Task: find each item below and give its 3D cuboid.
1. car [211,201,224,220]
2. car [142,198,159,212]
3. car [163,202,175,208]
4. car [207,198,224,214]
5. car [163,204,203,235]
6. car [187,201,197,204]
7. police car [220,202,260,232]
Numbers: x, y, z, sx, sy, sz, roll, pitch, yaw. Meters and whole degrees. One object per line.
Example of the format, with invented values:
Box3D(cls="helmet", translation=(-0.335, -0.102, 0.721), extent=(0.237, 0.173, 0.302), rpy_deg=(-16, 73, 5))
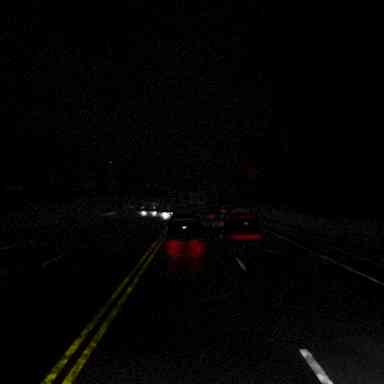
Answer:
Box3D(cls="car", translation=(3.256, 1.966, 33.482), extent=(1.837, 1.490, 4.892), rpy_deg=(0, -1, 0))
Box3D(cls="car", translation=(-6.506, 2.011, 52.492), extent=(2.150, 2.045, 5.566), rpy_deg=(0, -1, 0))
Box3D(cls="car", translation=(-3.287, 2.228, 49.660), extent=(2.128, 1.511, 4.902), rpy_deg=(0, -1, 1))
Box3D(cls="car", translation=(3.258, 1.868, 44.524), extent=(2.150, 2.045, 5.566), rpy_deg=(0, -1, 0))
Box3D(cls="car", translation=(-0.377, 1.759, 20.636), extent=(2.128, 1.511, 4.902), rpy_deg=(0, -1, 1))
Box3D(cls="car", translation=(-0.068, 2.459, 65.612), extent=(1.812, 1.442, 4.674), rpy_deg=(0, 2, -1))
Box3D(cls="police car", translation=(3.254, 1.721, 22.586), extent=(1.930, 1.638, 5.238), rpy_deg=(0, -1, 0))
